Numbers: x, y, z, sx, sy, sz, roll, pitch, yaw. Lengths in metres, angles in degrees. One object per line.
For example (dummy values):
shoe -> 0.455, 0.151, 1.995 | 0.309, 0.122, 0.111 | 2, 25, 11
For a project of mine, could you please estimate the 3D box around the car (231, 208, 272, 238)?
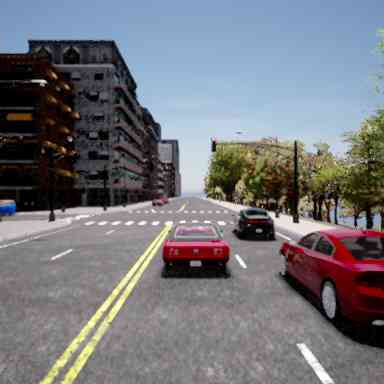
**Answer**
car -> 3.329, 1.638, 18.401 | 1.837, 1.490, 4.892 | 0, 0, 2

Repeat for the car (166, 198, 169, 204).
car -> -6.438, 2.070, 78.124 | 1.882, 1.535, 5.008 | 0, 0, 0

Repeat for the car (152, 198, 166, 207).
car -> -6.471, 2.069, 62.601 | 1.895, 1.301, 4.718 | 0, 0, 1

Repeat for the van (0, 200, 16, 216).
van -> -22.699, 1.885, 38.769 | 3.998, 1.788, 1.690 | -1, 1, -1

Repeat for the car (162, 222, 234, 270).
car -> 0.109, 1.682, 11.311 | 1.895, 1.301, 4.718 | 0, 0, 0

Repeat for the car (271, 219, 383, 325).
car -> 3.354, 1.531, 7.315 | 1.882, 1.535, 5.008 | 0, -1, 0
